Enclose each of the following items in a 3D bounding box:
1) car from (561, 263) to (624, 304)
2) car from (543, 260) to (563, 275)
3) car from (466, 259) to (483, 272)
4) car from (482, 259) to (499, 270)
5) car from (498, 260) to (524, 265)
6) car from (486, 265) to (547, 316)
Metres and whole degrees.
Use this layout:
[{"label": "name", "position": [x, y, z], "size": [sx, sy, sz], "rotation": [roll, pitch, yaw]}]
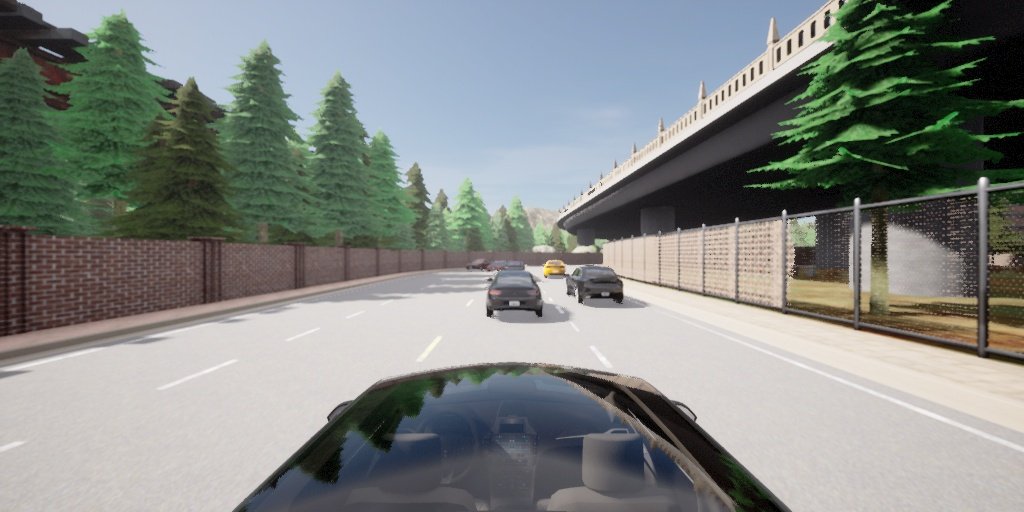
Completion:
[{"label": "car", "position": [3.580, 1.210, 16.156], "size": [1.837, 1.490, 4.892], "rotation": [0, 0, 0]}, {"label": "car", "position": [3.909, 1.131, 32.943], "size": [1.882, 1.535, 5.008], "rotation": [0, 0, 5]}, {"label": "car", "position": [-3.940, 1.096, 44.829], "size": [1.882, 1.535, 5.008], "rotation": [0, 0, 23]}, {"label": "car", "position": [-1.400, 1.191, 41.725], "size": [1.994, 1.385, 4.181], "rotation": [0, 0, 20]}, {"label": "car", "position": [0.293, 1.150, 31.382], "size": [2.128, 1.511, 4.902], "rotation": [0, 0, 4]}, {"label": "car", "position": [0.077, 1.241, 12.995], "size": [1.812, 1.442, 4.674], "rotation": [0, 0, 0]}]
